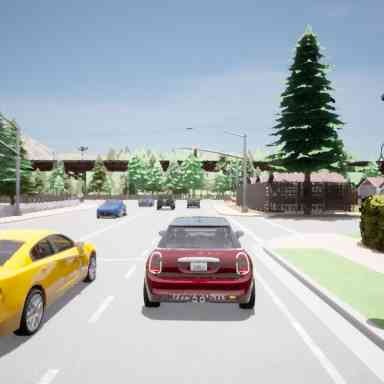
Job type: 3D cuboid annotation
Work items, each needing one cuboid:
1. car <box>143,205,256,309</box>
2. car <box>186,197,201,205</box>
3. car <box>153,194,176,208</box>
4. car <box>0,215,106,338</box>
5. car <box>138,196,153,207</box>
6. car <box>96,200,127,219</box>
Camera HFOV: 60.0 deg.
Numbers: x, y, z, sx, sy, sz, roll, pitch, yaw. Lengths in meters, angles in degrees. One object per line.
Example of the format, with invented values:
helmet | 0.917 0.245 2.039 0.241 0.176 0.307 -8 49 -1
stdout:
car | 0.210 1.352 8.066 2.097 1.767 4.553 0 0 2
car | 0.208 1.505 47.102 1.837 1.490 4.892 0 0 1
car | -3.315 1.222 43.031 2.150 2.045 5.566 0 0 0
car | -3.406 1.478 6.693 1.882 1.535 5.008 0 0 0
car | -6.901 1.359 50.637 2.097 1.767 4.553 0 0 0
car | -7.040 1.477 29.501 1.882 1.535 5.008 0 0 0
